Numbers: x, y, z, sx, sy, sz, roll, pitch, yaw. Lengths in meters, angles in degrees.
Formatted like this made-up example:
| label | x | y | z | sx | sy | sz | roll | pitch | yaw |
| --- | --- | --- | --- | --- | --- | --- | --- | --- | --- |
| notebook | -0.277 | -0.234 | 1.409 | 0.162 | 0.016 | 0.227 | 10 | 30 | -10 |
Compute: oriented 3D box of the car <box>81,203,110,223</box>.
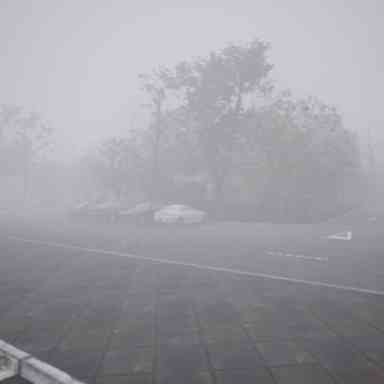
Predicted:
| label | x | y | z | sx | sy | sz | roll | pitch | yaw |
| --- | --- | --- | --- | --- | --- | --- | --- | --- | --- |
| car | -5.942 | 1.591 | 26.777 | 2.231 | 1.521 | 4.892 | 0 | 0 | 36 |

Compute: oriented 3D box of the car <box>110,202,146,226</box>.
| label | x | y | z | sx | sy | sz | roll | pitch | yaw |
| --- | --- | --- | --- | --- | --- | --- | --- | --- | --- |
| car | -3.272 | 1.569 | 24.884 | 2.097 | 1.535 | 5.008 | 0 | 0 | 36 |

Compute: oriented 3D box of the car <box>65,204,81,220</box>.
| label | x | y | z | sx | sy | sz | roll | pitch | yaw |
| --- | --- | --- | --- | --- | --- | --- | --- | --- | --- |
| car | -8.606 | 1.652 | 28.684 | 2.002 | 1.452 | 4.674 | 0 | 0 | 36 |

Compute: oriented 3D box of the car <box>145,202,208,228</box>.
| label | x | y | z | sx | sy | sz | roll | pitch | yaw |
| --- | --- | --- | --- | --- | --- | --- | --- | --- | --- |
| car | -0.714 | 1.589 | 23.047 | 2.002 | 1.452 | 4.674 | 0 | 0 | 36 |
